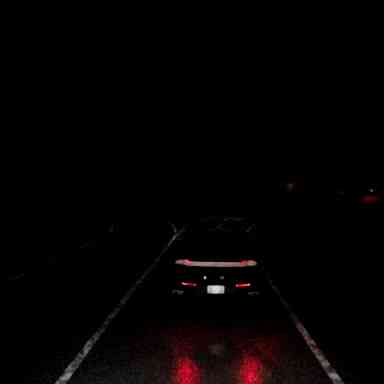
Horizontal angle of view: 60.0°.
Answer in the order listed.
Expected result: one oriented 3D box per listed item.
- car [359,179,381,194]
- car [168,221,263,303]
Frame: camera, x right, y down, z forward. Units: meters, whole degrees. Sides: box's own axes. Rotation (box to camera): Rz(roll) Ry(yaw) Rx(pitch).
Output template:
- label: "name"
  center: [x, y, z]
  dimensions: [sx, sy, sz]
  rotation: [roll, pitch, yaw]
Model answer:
- label: "car"
  center: [19.755, -0.679, 36.849]
  dimensions: [1.837, 1.490, 4.892]
  rotation: [4, 7, 24]
- label: "car"
  center: [0.536, 1.470, 8.191]
  dimensions: [2.128, 1.511, 4.902]
  rotation: [0, 0, 3]
